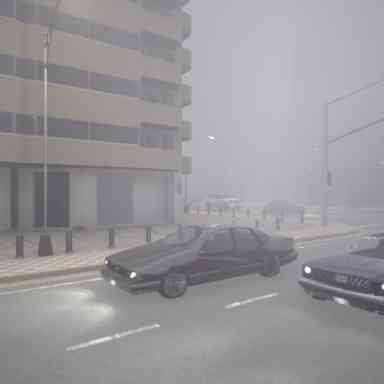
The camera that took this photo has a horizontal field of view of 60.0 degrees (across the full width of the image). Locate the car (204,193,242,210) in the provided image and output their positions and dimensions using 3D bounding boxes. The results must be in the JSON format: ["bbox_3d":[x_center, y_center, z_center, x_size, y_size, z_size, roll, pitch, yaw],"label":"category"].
[{"bbox_3d":[3.815,1.161,41.553,2.150,2.045,5.566,0,0,-35],"label":"car"}]

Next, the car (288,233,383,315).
[{"bbox_3d":[4.413,1.599,7.121,4.718,1.301,1.895,0,0,-35],"label":"car"}]

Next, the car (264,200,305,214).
[{"bbox_3d":[9.309,1.503,33.769,1.994,1.385,4.181,0,0,-35],"label":"car"}]

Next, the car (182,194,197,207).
[{"bbox_3d":[-1.899,1.431,49.785,2.128,1.511,4.902,0,0,-35],"label":"car"}]

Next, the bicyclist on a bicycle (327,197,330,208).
[{"bbox_3d":[17.369,1.238,43.070,1.656,1.620,0.582,0,0,-35],"label":"bicyclist on a bicycle"}]

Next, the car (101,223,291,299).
[{"bbox_3d":[0.491,1.546,8.627,5.357,1.411,2.033,0,0,-35],"label":"car"}]
